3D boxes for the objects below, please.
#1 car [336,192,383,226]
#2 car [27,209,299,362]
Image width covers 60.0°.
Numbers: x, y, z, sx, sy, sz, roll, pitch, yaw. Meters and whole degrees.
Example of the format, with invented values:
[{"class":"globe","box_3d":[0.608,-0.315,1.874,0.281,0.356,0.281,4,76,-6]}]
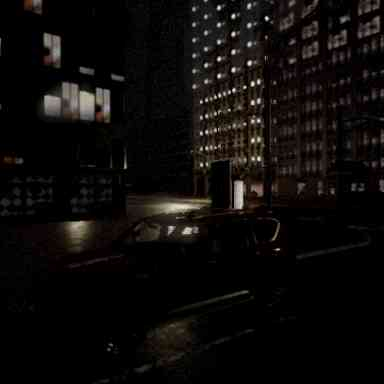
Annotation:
[{"class":"car","box_3d":[11.033,1.065,18.713,2.150,2.045,5.566,-1,2,-37]},{"class":"car","box_3d":[-0.166,1.288,6.064,5.009,1.841,2.192,-1,0,-35]}]
